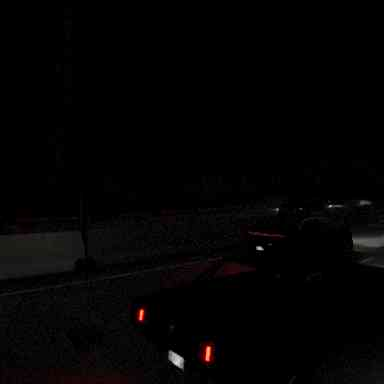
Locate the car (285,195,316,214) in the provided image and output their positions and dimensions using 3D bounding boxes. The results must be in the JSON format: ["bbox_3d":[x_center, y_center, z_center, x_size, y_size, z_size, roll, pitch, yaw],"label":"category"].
[{"bbox_3d":[12.563,1.347,38.312,2.150,2.045,5.566,0,0,32],"label":"car"}]

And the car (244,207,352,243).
[{"bbox_3d":[3.878,1.512,11.717,4.902,1.511,2.128,0,0,-41],"label":"car"}]

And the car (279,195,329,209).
[{"bbox_3d":[9.160,1.293,27.578,2.150,2.045,5.566,0,0,39],"label":"car"}]

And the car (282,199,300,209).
[{"bbox_3d":[14.761,1.767,49.630,1.994,1.385,4.181,0,-1,25],"label":"car"}]

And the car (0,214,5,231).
[{"bbox_3d":[-12.204,1.407,16.936,4.553,1.767,2.097,0,0,-37],"label":"car"}]

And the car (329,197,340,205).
[{"bbox_3d":[27.541,1.809,64.730,1.837,1.490,4.892,0,-1,13],"label":"car"}]

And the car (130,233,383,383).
[{"bbox_3d":[1.564,1.609,5.153,4.718,1.301,1.895,0,0,-38],"label":"car"}]

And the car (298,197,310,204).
[{"bbox_3d":[26.007,1.963,77.250,1.812,1.442,4.674,0,-1,7],"label":"car"}]
